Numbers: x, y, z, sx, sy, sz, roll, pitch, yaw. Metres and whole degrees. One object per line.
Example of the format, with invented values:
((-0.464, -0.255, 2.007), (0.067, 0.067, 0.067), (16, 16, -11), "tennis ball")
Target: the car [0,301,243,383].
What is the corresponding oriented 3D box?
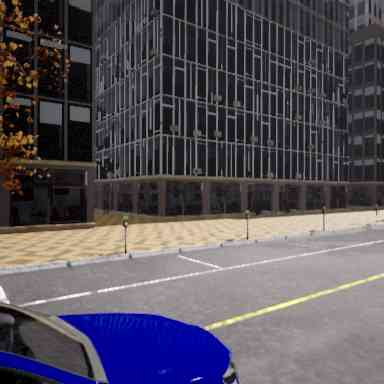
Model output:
((-1.706, 1.519, 2.217), (4.674, 1.442, 1.812), (0, 0, -36), "car")
